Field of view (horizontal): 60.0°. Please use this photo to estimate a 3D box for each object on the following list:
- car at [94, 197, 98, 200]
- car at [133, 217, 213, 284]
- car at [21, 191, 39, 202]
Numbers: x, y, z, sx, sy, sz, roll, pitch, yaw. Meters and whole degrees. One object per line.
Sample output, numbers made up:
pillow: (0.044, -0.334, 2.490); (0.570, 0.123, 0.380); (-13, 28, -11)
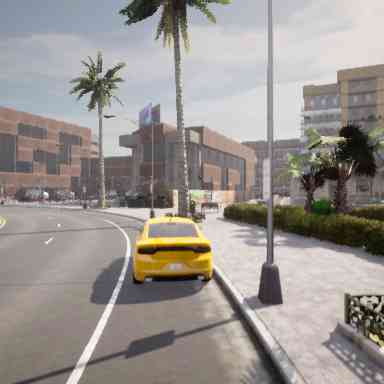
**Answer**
car: (-26.644, 1.544, 85.529); (4.718, 1.301, 1.895); (0, 0, 24)
car: (-0.674, 1.467, 9.661); (1.882, 1.535, 5.008); (0, 0, -7)
car: (-33.931, 1.216, 68.960); (4.553, 1.767, 2.185); (0, 0, 24)
